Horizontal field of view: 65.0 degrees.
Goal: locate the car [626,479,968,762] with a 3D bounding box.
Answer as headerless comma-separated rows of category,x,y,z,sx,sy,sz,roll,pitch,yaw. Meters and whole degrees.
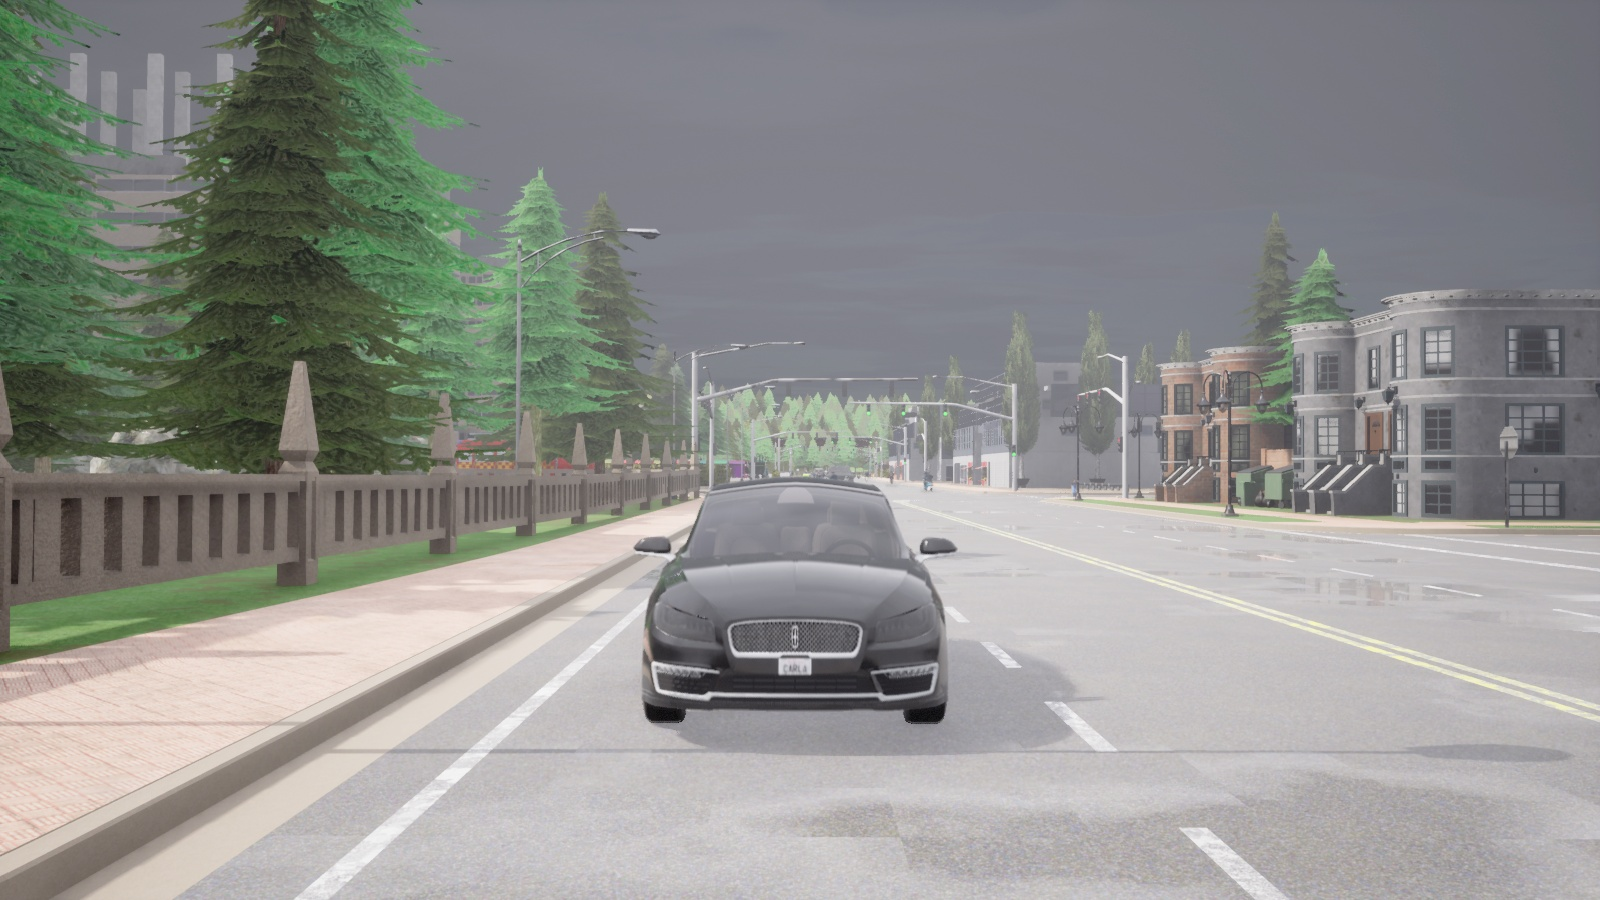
car,-0.025,0.974,9.219,1.837,1.490,4.892,0,-1,0

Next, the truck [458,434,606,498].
truck,-16.340,1.006,77.079,8.468,3.827,2.891,0,-1,0
